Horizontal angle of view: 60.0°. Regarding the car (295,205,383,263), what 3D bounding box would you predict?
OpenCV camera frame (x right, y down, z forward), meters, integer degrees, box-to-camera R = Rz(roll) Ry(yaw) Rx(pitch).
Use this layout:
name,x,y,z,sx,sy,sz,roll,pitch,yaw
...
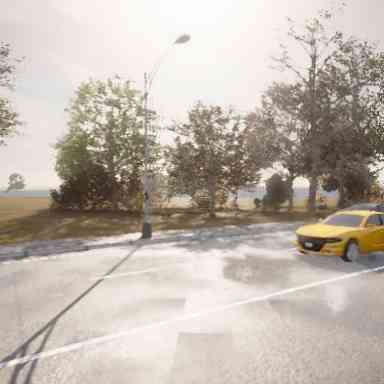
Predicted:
name,x,y,z,sx,sy,sz,roll,pitch,yaw
car,5.858,1.415,11.910,5.008,1.535,1.882,0,0,-32
